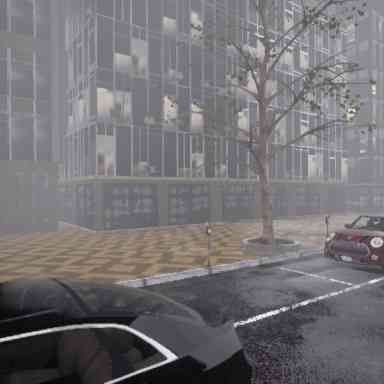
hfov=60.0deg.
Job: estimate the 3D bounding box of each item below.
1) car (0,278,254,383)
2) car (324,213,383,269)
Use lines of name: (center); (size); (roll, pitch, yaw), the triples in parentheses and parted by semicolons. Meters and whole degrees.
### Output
car: (-1.748, 1.505, 2.132); (4.892, 1.490, 1.837); (0, 0, -36)
car: (6.183, 1.439, 10.985); (4.097, 1.590, 1.967); (0, 0, -36)
